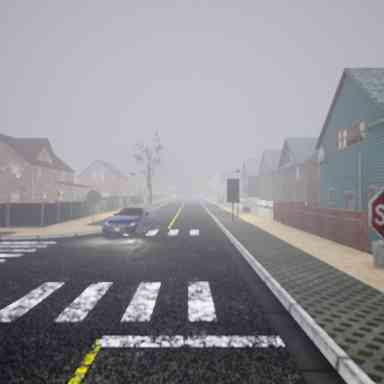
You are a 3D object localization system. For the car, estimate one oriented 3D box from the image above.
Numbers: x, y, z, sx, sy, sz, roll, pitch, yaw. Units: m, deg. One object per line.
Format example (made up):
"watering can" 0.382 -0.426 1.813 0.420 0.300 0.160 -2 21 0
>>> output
"car" -3.276 1.573 18.780 1.812 1.442 4.674 1 1 11
